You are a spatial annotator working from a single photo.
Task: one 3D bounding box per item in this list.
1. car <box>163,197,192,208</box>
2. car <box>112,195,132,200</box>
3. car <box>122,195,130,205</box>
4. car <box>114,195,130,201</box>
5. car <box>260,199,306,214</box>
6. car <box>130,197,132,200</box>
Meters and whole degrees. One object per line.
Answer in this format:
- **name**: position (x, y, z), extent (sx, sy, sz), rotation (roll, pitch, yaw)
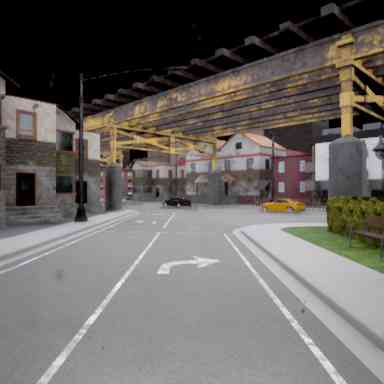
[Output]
- **car**: position (-2.164, 1.490, 47.908), extent (1.837, 1.490, 4.892), rotation (0, 0, -45)
- **car**: position (-16.860, 1.270, 80.058), extent (4.536, 1.218, 1.853), rotation (0, 0, -15)
- **car**: position (-13.606, 1.507, 59.435), extent (1.812, 1.442, 4.674), rotation (0, 0, -45)
- **car**: position (-17.591, 1.426, 83.713), extent (2.038, 1.542, 4.974), rotation (0, 0, 15)
- **car**: position (9.725, 1.466, 35.901), extent (1.882, 1.535, 5.008), rotation (0, 0, -45)
- **car**: position (-16.911, 1.427, 80.044), extent (4.974, 1.542, 2.038), rotation (0, 0, -15)
